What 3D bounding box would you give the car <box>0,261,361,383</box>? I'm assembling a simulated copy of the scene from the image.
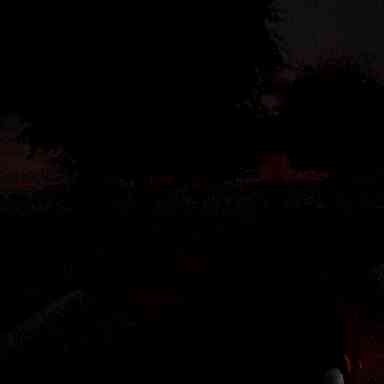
[{"bbox_3d":[-0.441,1.486,2.940,5.008,1.535,1.882,0,0,-38],"label":"car"}]
